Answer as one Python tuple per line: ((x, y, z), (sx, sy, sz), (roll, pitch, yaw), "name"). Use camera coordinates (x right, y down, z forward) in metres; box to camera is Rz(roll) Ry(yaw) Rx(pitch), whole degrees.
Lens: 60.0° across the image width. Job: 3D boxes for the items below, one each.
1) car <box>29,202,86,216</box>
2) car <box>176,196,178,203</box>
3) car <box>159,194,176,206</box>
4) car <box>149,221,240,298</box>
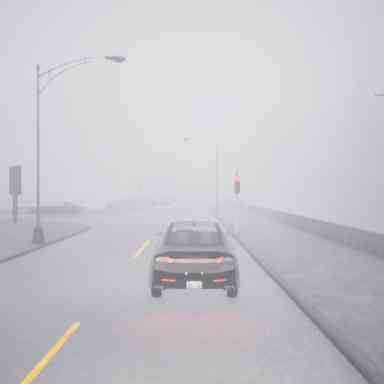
((-12.491, 1.574, 30.989), (4.718, 1.301, 1.895), (0, 0, 0), "car")
((-4.028, 1.297, 68.711), (2.097, 1.767, 4.553), (0, 0, 0), "car")
((-4.104, 1.518, 53.004), (1.994, 1.385, 4.181), (0, 0, 0), "car")
((0.059, 1.484, 8.514), (2.128, 1.511, 4.902), (0, 0, 0), "car")
